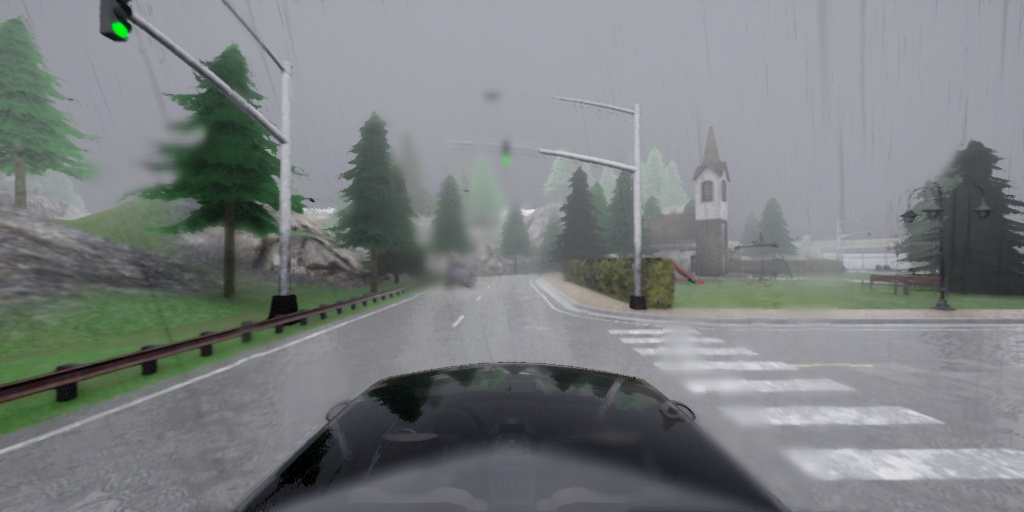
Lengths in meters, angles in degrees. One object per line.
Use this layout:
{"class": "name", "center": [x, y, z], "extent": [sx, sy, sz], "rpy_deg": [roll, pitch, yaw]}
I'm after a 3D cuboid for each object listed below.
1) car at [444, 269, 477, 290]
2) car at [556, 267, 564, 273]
{"class": "car", "center": [-3.547, 1.614, 25.626], "extent": [2.033, 1.411, 5.357], "rpy_deg": [0, -1, -1]}
{"class": "car", "center": [9.202, 1.989, 56.240], "extent": [4.892, 1.490, 1.837], "rpy_deg": [1, -2, -32]}
